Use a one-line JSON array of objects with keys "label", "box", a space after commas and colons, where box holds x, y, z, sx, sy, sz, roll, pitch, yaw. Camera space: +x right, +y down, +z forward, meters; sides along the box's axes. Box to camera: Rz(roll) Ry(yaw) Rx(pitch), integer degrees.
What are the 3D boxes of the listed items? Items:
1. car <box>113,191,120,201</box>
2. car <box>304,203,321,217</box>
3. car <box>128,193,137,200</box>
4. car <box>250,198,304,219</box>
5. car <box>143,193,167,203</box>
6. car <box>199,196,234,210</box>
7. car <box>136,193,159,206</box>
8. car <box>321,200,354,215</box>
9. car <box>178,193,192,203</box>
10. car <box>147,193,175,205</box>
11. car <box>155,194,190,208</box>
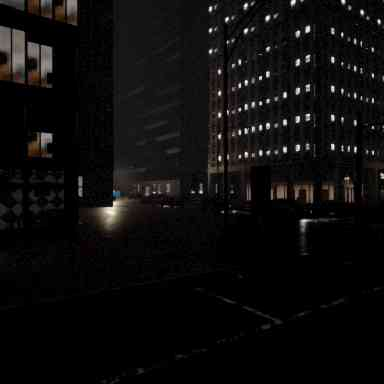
[{"label": "car", "box": [-14.968, 0.920, 58.904, 1.887, 1.381, 4.507, 1, 0, -35]}, {"label": "car", "box": [8.194, 1.309, 28.517, 1.837, 1.490, 4.892, 0, 1, -32]}, {"label": "car", "box": [-11.500, 0.864, 67.811, 1.947, 1.339, 4.313, 1, 0, -36]}, {"label": "car", "box": [6.429, 1.399, 26.575, 1.802, 1.307, 4.206, 1, 0, -32]}, {"label": "car", "box": [-6.325, 0.923, 56.204, 1.882, 1.535, 5.008, 0, 1, -35]}, {"label": "car", "box": [2.716, 1.179, 37.198, 2.128, 1.511, 4.902, 0, 1, -33]}, {"label": "car", "box": [-5.419, 1.094, 45.025, 1.752, 1.417, 4.829, 1, 0, -33]}, {"label": "car", "box": [13.047, 1.377, 31.269, 1.802, 1.307, 4.206, 1, 0, -32]}, {"label": "car", "box": [-1.852, 0.927, 54.365, 1.967, 1.590, 4.097, 1, 0, -35]}, {"label": "car", "box": [-4.577, 1.014, 48.445, 1.882, 1.535, 5.008, 0, 1, -34]}, {"label": "car", "box": [-2.469, 1.212, 40.529, 1.802, 1.307, 4.206, 1, 0, -33]}]
